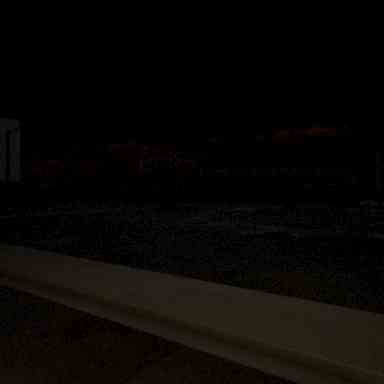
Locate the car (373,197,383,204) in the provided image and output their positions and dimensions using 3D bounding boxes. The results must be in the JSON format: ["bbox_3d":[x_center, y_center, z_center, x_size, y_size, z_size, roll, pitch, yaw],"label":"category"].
[{"bbox_3d":[37.534,1.576,65.374,1.853,1.218,4.536,1,1,6],"label":"car"}]

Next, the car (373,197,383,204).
[{"bbox_3d":[37.527,1.734,65.323,2.038,1.542,4.974,1,1,6],"label":"car"}]
